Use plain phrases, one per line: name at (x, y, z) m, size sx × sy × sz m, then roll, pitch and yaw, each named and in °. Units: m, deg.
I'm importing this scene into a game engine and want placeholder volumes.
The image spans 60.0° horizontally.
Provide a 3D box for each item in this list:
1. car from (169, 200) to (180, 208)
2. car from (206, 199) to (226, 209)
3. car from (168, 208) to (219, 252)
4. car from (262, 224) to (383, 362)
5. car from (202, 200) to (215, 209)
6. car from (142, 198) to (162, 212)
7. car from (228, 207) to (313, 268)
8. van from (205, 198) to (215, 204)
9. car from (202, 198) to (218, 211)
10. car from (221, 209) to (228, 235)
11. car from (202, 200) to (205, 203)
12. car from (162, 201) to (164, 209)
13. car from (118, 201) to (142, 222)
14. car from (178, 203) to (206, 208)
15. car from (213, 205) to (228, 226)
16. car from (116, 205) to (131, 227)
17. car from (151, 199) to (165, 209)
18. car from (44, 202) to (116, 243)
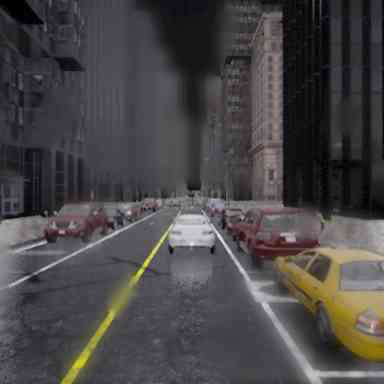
car at (-3.024, 2.128, 59.436) m, size 1.994 × 1.385 × 4.181 m, roll 0°, pitch -1°, yaw 0°
car at (2.748, 1.761, 34.053) m, size 1.967 × 1.590 × 4.097 m, roll 0°, pitch -1°, yaw 0°
car at (0.000, 1.662, 14.391) m, size 1.812 × 1.442 × 4.674 m, roll 0°, pitch 0°, yaw 0°
car at (2.758, 1.584, 6.214) m, size 1.752 × 1.417 × 4.829 m, roll 0°, pitch -1°, yaw 0°
car at (2.740, 2.084, 56.458) m, size 2.008 × 1.369 × 4.403 m, roll 0°, pitch -1°, yaw 0°
car at (-5.782, 1.743, 45.253) m, size 2.192 × 1.841 × 5.009 m, roll 0°, pitch -1°, yaw 0°
car at (2.755, 1.425, 11.648) m, size 2.192 × 1.841 × 5.009 m, roll 0°, pitch -1°, yaw 0°
van at (2.745, 1.715, 39.656) m, size 1.690 × 1.788 × 3.998 m, roll 0°, pitch -1°, yaw 0°
car at (2.741, 1.795, 50.859) m, size 2.192 × 1.841 × 5.009 m, roll 0°, pitch -1°, yaw 0°
car at (2.754, 1.745, 17.247) m, size 1.802 × 1.307 × 4.206 m, roll 0°, pitch -1°, yaw 0°
car at (2.744, 1.867, 45.256) m, size 1.967 × 1.590 × 4.097 m, roll 0°, pitch -1°, yaw 0°
car at (-5.783, 2.005, 50.683) m, size 1.752 × 1.417 × 4.829 m, roll 0°, pitch -1°, yaw 0°
car at (-5.776, 1.709, 28.445) m, size 1.967 × 1.590 × 4.097 m, roll 0°, pitch -1°, yaw 0°
car at (-0.008, 1.876, 29.112) m, size 1.895 × 1.301 × 4.718 m, roll 0°, pitch -1°, yaw 0°
car at (2.752, 1.781, 22.849) m, size 1.947 × 1.339 × 4.313 m, roll 0°, pitch -1°, yaw 0°
car at (-5.773, 1.782, 22.842) m, size 1.947 × 1.339 × 4.313 m, roll 0°, pitch -1°, yaw 0°
car at (-5.785, 1.975, 56.455) m, size 1.967 × 1.590 × 4.097 m, roll 0°, pitch -1°, yaw 0°
car at (-5.772, 1.478, 17.243) m, size 2.192 × 1.841 × 5.009 m, roll 0°, pitch -1°, yaw 0°
